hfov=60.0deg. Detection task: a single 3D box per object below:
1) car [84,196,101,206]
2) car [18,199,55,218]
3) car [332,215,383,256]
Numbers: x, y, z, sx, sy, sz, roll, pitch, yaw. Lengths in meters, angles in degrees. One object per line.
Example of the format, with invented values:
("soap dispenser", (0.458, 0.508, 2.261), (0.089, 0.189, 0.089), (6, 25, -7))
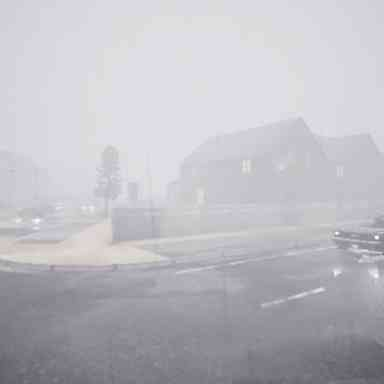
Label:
("car", (-15.299, 1.315, 51.381), (2.128, 1.511, 4.902), (1, 0, -4))
("car", (-13.646, 1.408, 29.519), (1.812, 1.442, 4.674), (1, 1, -5))
("car", (7.564, 1.607, 13.009), (4.718, 1.301, 1.895), (0, 0, -35))
